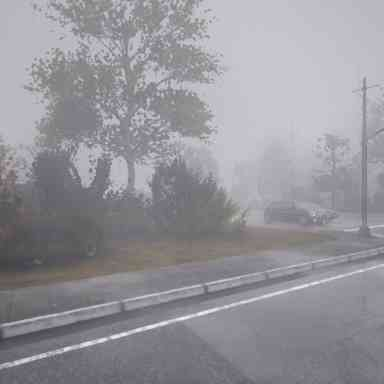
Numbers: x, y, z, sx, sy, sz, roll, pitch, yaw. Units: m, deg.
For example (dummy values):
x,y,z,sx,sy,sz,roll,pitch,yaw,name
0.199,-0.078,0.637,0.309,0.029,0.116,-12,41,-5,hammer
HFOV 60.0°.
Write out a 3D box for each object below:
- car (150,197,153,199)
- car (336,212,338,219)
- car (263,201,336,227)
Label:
x,y,z,sx,sy,sz,roll,pitch,yaw,name
-6.088,1.849,53.064,5.566,2.045,2.150,-2,-1,40,car
9.241,1.594,26.915,1.837,1.490,4.892,0,-1,-42,car
7.342,1.426,23.669,2.097,1.767,4.553,0,-1,-38,car
